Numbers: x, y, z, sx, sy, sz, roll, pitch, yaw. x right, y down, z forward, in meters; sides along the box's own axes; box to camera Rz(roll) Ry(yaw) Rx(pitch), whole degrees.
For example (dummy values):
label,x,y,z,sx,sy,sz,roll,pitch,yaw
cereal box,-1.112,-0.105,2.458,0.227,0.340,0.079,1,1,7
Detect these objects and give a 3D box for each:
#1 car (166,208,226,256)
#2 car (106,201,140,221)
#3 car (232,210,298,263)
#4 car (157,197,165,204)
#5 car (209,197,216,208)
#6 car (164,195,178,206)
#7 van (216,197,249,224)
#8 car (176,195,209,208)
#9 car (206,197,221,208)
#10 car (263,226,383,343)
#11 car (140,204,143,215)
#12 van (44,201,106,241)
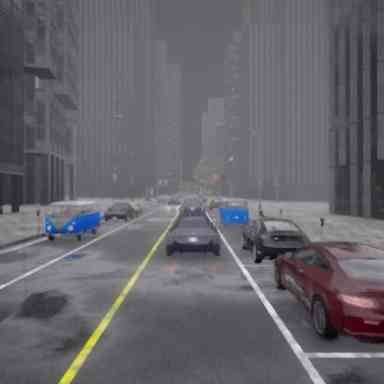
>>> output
label,x,y,z,sx,sy,sz,roll,pitch,yaw
car,0.053,1.566,13.197,1.994,1.385,4.181,0,0,0
car,-5.753,1.571,26.964,1.947,1.339,4.313,0,0,0
car,2.768,1.552,11.700,2.008,1.369,4.403,0,0,0
car,-5.745,1.579,63.749,2.008,1.369,4.403,0,0,0
car,3.159,1.538,42.038,1.812,1.442,4.674,0,0,0
car,-3.050,1.623,55.490,1.895,1.301,4.718,0,0,0
van,2.771,1.345,22.526,1.690,1.788,3.998,0,0,0
car,0.054,1.357,27.877,2.097,1.767,4.553,0,0,0
car,3.153,1.494,49.038,1.882,1.535,5.008,0,0,0
car,2.767,1.582,6.287,1.802,1.307,4.206,0,0,0
car,-5.752,1.533,32.084,1.752,1.417,4.829,0,0,0
van,-5.755,1.343,16.387,1.690,1.788,3.998,0,0,0
